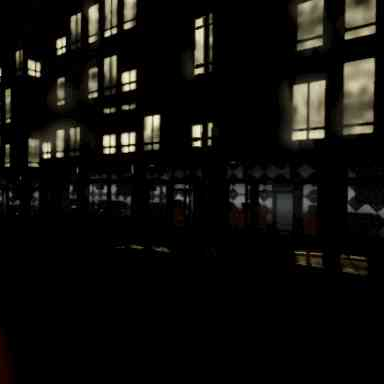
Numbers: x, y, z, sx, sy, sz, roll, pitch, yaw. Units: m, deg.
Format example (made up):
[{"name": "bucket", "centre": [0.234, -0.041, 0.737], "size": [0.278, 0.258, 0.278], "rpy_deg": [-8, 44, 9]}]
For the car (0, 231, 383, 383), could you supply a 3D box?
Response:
[{"name": "car", "centre": [-0.261, 1.319, 3.038], "size": [5.009, 1.841, 2.192], "rpy_deg": [0, 1, 36]}]
